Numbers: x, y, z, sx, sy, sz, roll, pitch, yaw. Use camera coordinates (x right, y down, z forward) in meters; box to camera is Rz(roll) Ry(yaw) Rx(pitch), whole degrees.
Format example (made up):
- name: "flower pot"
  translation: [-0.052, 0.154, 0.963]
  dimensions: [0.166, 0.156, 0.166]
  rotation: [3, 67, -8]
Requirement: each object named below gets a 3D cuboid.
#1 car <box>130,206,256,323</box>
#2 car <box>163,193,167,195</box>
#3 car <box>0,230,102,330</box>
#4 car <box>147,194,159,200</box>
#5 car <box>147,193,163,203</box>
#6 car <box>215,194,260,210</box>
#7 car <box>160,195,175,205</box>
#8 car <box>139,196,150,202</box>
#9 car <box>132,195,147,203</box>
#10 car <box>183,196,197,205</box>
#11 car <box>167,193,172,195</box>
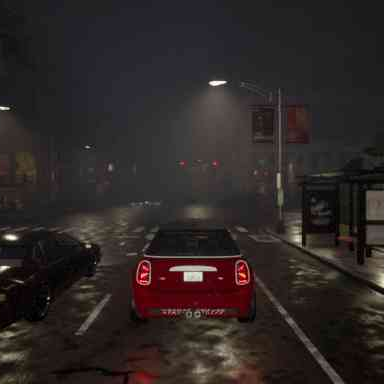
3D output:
- name: "car"
  translation: [0.008, 1.352, 7.370]
  dimensions: [2.097, 1.767, 4.553]
  rotation: [0, 0, 0]
- name: "car"
  translation: [-7.852, 1.225, 80.464]
  dimensions: [2.150, 2.045, 5.566]
  rotation: [0, 0, -1]
- name: "car"
  translation: [-3.491, 1.547, 7.164]
  dimensions: [2.033, 1.411, 5.357]
  rotation: [0, 0, 0]
- name: "car"
  translation: [-10.603, 1.355, 90.153]
  dimensions: [2.097, 1.767, 4.553]
  rotation: [0, 0, 9]
- name: "car"
  translation: [-7.738, 1.478, 69.985]
  dimensions: [1.882, 1.535, 5.008]
  rotation: [0, 0, -1]
- name: "car"
  translation: [5.808, 1.223, 42.308]
  dimensions: [5.566, 2.045, 2.150]
  rotation: [0, 0, -10]
- name: "car"
  translation: [-4.007, 1.601, 57.976]
  dimensions: [1.895, 1.301, 4.718]
  rotation: [0, 0, -1]
- name: "car"
  translation: [-11.342, 1.595, 79.855]
  dimensions: [1.895, 1.301, 4.718]
  rotation: [0, 0, -1]
- name: "car"
  translation: [-11.235, 1.355, 69.680]
  dimensions: [2.097, 1.767, 4.553]
  rotation: [0, 0, -1]
- name: "car"
  translation: [-0.331, 1.505, 57.317]
  dimensions: [1.837, 1.490, 4.892]
  rotation: [-2, 0, -11]
- name: "car"
  translation: [-6.872, 1.225, 91.028]
  dimensions: [2.150, 2.045, 5.566]
  rotation: [0, 0, 9]
